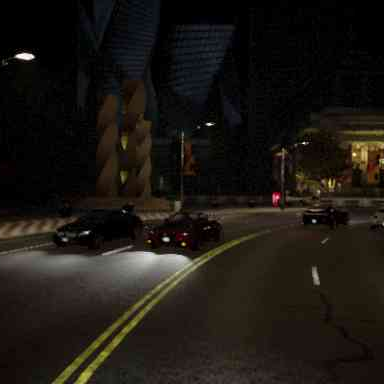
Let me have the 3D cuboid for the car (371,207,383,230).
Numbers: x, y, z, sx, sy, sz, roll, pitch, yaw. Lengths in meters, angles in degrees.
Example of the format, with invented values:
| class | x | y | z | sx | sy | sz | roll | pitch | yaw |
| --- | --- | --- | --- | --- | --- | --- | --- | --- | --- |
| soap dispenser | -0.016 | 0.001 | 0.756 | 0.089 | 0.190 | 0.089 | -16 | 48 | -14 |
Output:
| class | x | y | z | sx | sy | sz | roll | pitch | yaw |
| --- | --- | --- | --- | --- | --- | --- | --- | --- | --- |
| car | 12.663 | 1.631 | 20.966 | 1.812 | 1.442 | 4.674 | 0 | 0 | 41 |

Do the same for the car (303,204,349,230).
| class | x | y | z | sx | sy | sz | roll | pitch | yaw |
| --- | --- | --- | --- | --- | --- | --- | --- | --- | --- |
| car | 8.936 | 1.563 | 22.041 | 2.128 | 1.511 | 4.902 | 0 | 0 | 39 |

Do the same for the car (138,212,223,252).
| class | x | y | z | sx | sy | sz | roll | pitch | yaw |
| --- | --- | --- | --- | --- | --- | --- | --- | --- | --- |
| car | -0.165 | 1.558 | 14.062 | 1.994 | 1.385 | 4.181 | 0 | 0 | 24 |

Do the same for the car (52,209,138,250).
| class | x | y | z | sx | sy | sz | roll | pitch | yaw |
| --- | --- | --- | --- | --- | --- | --- | --- | --- | --- |
| car | -3.798 | 1.487 | 14.371 | 1.812 | 1.442 | 4.674 | 0 | 0 | 22 |
